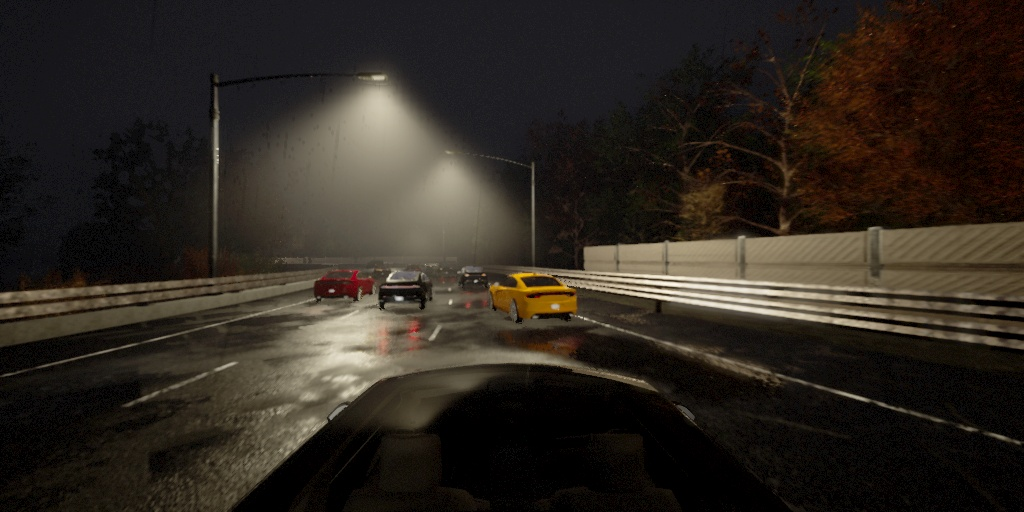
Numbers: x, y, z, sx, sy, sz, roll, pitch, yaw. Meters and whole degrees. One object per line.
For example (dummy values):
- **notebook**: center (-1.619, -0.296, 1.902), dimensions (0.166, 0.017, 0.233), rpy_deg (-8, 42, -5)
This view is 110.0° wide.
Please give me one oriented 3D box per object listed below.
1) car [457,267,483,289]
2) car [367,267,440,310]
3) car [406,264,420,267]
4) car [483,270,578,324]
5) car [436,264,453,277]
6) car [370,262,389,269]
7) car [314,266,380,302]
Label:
- **car**: center (-2.945, 1.526, 26.400), dimensions (2.128, 1.511, 4.902), rpy_deg (0, -1, -13)
- **car**: center (-4.578, 1.418, 15.944), dimensions (2.128, 1.511, 4.902), rpy_deg (0, -1, -8)
- **car**: center (-12.095, 1.768, 43.537), dimensions (1.837, 1.490, 4.892), rpy_deg (0, -1, -22)
- **car**: center (0.534, 1.347, 12.790), dimensions (1.882, 1.535, 5.008), rpy_deg (0, -1, -17)
- **car**: center (-8.361, 1.736, 43.370), dimensions (2.128, 1.511, 4.902), rpy_deg (0, -1, -21)
- **car**: center (-14.983, 1.743, 41.355), dimensions (2.128, 1.511, 4.902), rpy_deg (0, -1, -22)
- **car**: center (-8.505, 1.450, 18.604), dimensions (1.882, 1.535, 5.008), rpy_deg (0, -1, -9)
